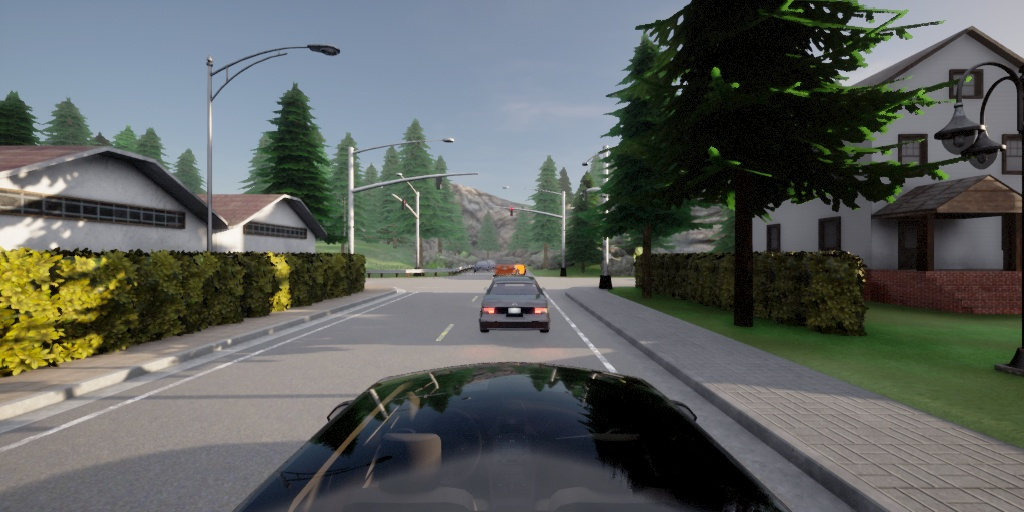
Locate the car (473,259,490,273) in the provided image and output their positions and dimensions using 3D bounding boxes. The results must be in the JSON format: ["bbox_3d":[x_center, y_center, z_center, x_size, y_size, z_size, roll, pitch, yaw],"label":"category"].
[{"bbox_3d":[-3.567,1.276,43.648,1.812,1.442,4.674,0,0,0],"label":"car"}]

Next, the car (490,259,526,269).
[{"bbox_3d":[-0.102,1.092,33.410,2.097,1.767,4.553,0,0,15],"label":"car"}]

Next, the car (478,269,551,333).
[{"bbox_3d":[0.076,1.297,10.729,2.033,1.411,5.357,0,0,0],"label":"car"}]

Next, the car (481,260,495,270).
[{"bbox_3d":[-3.561,1.276,53.665,1.812,1.442,4.674,0,0,0],"label":"car"}]
